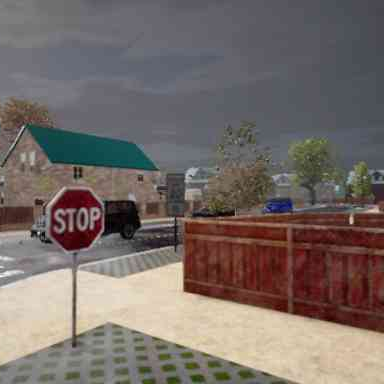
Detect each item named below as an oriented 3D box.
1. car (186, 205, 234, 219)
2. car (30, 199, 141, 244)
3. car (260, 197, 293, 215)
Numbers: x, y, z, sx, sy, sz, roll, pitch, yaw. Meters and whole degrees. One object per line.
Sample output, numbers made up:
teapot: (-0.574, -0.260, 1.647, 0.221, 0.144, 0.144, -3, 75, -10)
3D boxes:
car: (1.481, 1.758, 25.777, 1.882, 1.535, 5.008, 0, 0, 35)
car: (-4.952, 1.410, 16.443, 2.150, 2.045, 5.566, 0, 0, 35)
car: (9.693, 1.611, 37.636, 2.150, 2.045, 5.566, 0, 1, 35)
